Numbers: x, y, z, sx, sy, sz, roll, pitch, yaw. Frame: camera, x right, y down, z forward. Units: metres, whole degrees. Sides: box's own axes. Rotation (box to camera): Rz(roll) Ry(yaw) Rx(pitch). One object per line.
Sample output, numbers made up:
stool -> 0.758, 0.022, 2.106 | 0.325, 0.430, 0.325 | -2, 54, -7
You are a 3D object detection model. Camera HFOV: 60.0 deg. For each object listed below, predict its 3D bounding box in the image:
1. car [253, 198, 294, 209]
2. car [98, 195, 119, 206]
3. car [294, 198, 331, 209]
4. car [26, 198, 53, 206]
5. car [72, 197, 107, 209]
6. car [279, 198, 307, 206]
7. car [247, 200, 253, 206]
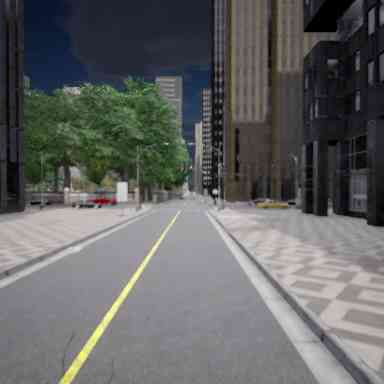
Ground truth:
car -> 11.747, 1.774, 48.004 | 4.829, 1.417, 1.752 | 0, 1, 0
car -> -15.054, 1.412, 56.659 | 5.009, 1.841, 2.192 | 0, 1, 0
car -> 17.089, 1.807, 47.977 | 4.403, 1.369, 2.008 | 0, 1, 0
car -> -25.967, 1.660, 56.718 | 4.313, 1.339, 1.947 | 0, 1, 0
car -> -15.088, 1.789, 48.139 | 4.313, 1.339, 1.947 | 0, 1, 0
car -> 17.123, 1.696, 56.501 | 4.313, 1.339, 1.947 | 0, 1, 0
car -> 11.610, 1.674, 56.529 | 4.403, 1.369, 2.008 | 0, 1, 0
